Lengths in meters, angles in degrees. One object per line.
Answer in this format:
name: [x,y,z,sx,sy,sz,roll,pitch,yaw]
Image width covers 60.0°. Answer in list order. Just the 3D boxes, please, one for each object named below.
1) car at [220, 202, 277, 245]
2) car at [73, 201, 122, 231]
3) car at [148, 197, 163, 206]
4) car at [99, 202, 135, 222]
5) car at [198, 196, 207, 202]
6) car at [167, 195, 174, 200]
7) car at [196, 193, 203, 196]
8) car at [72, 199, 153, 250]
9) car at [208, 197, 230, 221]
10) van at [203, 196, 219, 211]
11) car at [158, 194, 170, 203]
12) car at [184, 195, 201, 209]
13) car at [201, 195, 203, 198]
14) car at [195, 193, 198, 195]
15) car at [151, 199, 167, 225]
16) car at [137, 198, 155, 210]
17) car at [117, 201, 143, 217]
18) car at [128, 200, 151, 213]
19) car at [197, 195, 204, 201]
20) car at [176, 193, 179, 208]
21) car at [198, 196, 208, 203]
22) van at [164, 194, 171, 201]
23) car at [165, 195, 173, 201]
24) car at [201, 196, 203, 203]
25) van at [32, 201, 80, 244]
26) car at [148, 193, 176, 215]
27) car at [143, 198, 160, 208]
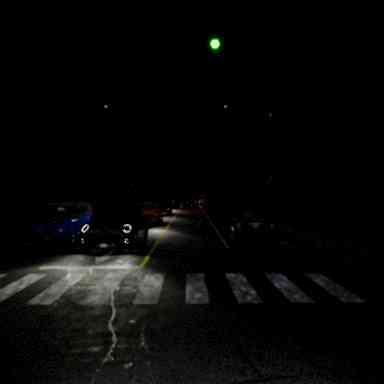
car: [2.623,1.446,15.649,1.967,1.590,4.097,0,0,0]
car: [-5.922,1.456,21.285,1.967,1.590,4.097,0,0,0]
car: [-6.042,1.571,55.294,1.887,1.381,4.507,0,0,0]
car: [-5.942,1.584,26.954,1.947,1.339,4.313,0,0,0]
car: [2.403,1.586,78.011,1.947,1.339,4.313,0,0,0]
car: [-6.181,1.545,94.804,1.752,1.417,4.829,0,0,0]
car: [2.143,1.477,61.833,1.801,1.575,5.366,0,0,0]
car: [-3.180,1.362,14.342,2.097,1.767,4.553,0,0,1]
car: [2.583,1.452,26.987,1.967,1.590,4.097,0,0,0]
van: [2.543,1.358,38.326,1.690,1.788,3.998,0,0,0]
car: [-6.102,1.342,72.300,2.192,1.841,5.009,0,0,0]
car: [-0.062,1.546,46.093,1.812,1.442,4.674,0,0,0]
car: [2.504,1.570,49.665,2.008,1.369,4.403,0,0,0]
car: [2.383,1.571,83.679,2.008,1.369,4.403,0,0,0]
car: [-3.173,1.493,24.280,1.882,1.535,5.008,0,0,0]
car: [-6.002,1.550,43.788,1.752,1.417,4.829,0,0,0]
car: [-5.962,1.603,32.622,1.802,1.307,4.206,0,0,0]
car: [-5.982,1.589,38.290,1.947,1.339,4.313,0,0,0]
car: [2.364,1.599,89.349,1.802,1.307,4.206,0,0,0]
car: [-3.198,1.375,44.634,2.097,1.767,4.553,0,0,0]
car: [2.423,1.586,72.342,1.947,1.339,4.313,0,0,0]
van: [-6.143,1.368,83.636,1.690,1.788,3.998,0,0,0]
car: [-6.161,1.549,89.135,1.752,1.417,4.829,0,0,0]
car: [2.523,1.543,44.165,1.752,1.417,4.829,0,0,0]
van: [-5.903,1.354,15.617,1.690,1.788,3.998,0,0,0]
car: [-3.204,1.241,34.408,2.150,2.045,5.566,0,0,0]
car: [-6.022,1.592,49.626,1.947,1.339,4.313,0,0,0]
